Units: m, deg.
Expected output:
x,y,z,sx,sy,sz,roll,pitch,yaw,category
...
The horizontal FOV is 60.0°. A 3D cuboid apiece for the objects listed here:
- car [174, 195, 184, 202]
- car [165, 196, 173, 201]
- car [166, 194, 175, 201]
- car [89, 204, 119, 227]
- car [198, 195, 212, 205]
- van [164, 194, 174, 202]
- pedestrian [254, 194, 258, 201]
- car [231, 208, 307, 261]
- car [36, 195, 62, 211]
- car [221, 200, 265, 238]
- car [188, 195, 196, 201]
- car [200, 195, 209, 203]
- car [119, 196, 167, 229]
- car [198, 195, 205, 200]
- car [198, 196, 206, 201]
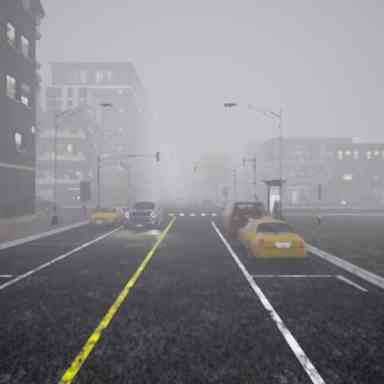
x,y,z,sx,sy,sz,roll,pitch,yaw,category
-3.019,1.680,82.312,1.895,1.301,4.718,0,0,0,car
-5.710,1.670,83.769,1.802,1.307,4.206,0,0,0,car
-5.711,1.417,89.466,2.192,1.841,5.009,0,0,0,car
-5.696,1.530,22.860,1.752,1.417,4.829,0,0,0,car
2.676,1.594,60.982,2.008,1.369,4.403,0,0,0,car
-5.709,1.416,78.073,1.690,1.788,3.998,0,0,0,van
6.128,1.150,32.036,0.375,1.860,0.375,0,0,0,pedestrian
2.687,1.528,12.121,1.752,1.417,4.829,0,0,0,car
-17.281,1.271,37.261,5.009,1.841,2.192,0,0,0,car
2.687,1.319,17.491,2.192,1.841,5.009,0,0,0,car
-0.018,1.646,88.164,1.994,1.385,4.181,0,0,0,car
2.673,1.505,72.375,1.967,1.590,4.097,0,0,0,car
-3.074,1.355,21.700,2.097,1.767,4.553,0,0,0,car
2.668,1.559,95.163,1.967,1.590,4.097,0,0,0,car
2.670,1.654,89.466,2.008,1.369,4.403,0,0,0,car
